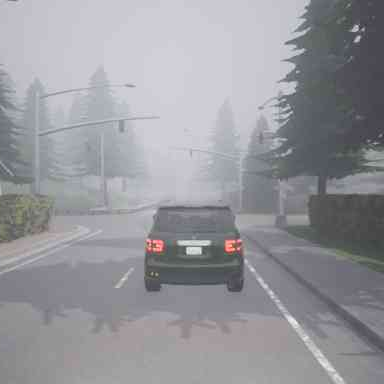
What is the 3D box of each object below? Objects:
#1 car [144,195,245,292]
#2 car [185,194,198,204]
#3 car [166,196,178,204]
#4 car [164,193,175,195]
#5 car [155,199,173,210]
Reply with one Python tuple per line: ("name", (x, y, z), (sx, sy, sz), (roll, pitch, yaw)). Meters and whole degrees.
("car", (0.057, 1.221, 9.079), (2.150, 2.045, 5.566), (0, 0, 0))
("car", (-0.168, 1.352, 64.026), (2.097, 1.767, 4.553), (0, 0, -4))
("car", (-3.921, 1.505, 64.250), (1.837, 1.490, 4.892), (0, 0, -8))
("car", (-3.625, 1.221, 53.821), (2.150, 2.045, 5.566), (0, 0, -1))
("car", (-3.627, 1.601, 43.912), (1.895, 1.301, 4.718), (0, 0, 0))
